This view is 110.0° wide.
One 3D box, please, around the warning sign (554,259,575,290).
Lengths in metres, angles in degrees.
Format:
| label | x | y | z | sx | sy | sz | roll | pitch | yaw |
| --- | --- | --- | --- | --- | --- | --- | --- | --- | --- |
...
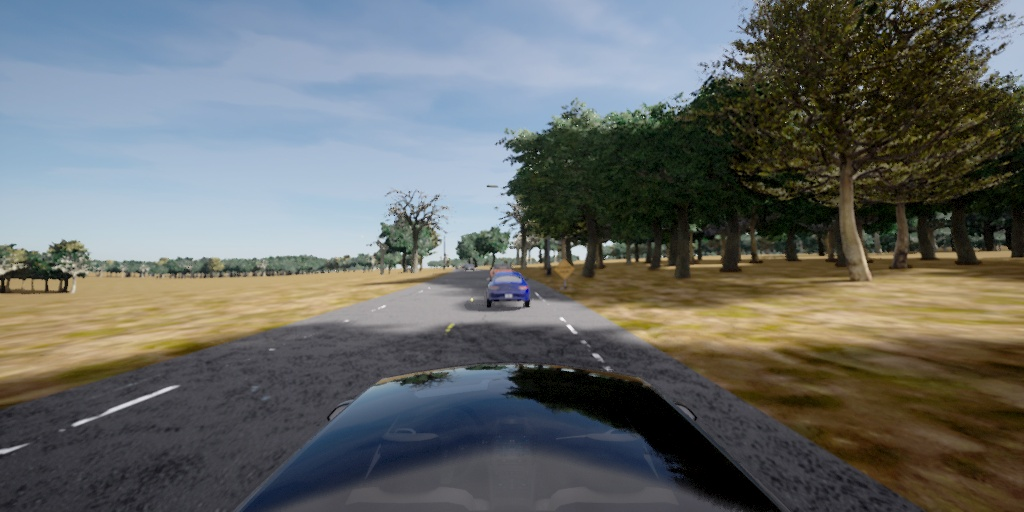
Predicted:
| label | x | y | z | sx | sy | sz | roll | pitch | yaw |
| --- | --- | --- | --- | --- | --- | --- | --- | --- | --- |
| warning sign | 3.195 | 1.078 | 21.435 | 1.300 | 1.860 | 1.060 | 0 | 0 | -2 |

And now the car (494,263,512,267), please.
| label | x | y | z | sx | sy | sz | roll | pitch | yaw |
| --- | --- | --- | --- | --- | --- | --- | --- | --- | --- |
| car | -0.821 | 1.431 | 31.107 | 2.097 | 1.767 | 4.553 | 0 | -1 | -3 |

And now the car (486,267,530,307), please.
| label | x | y | z | sx | sy | sz | roll | pitch | yaw |
| --- | --- | --- | --- | --- | --- | --- | --- | --- | --- |
| car | -0.184 | 1.425 | 16.353 | 1.812 | 1.442 | 4.674 | 0 | 0 | -1 |
